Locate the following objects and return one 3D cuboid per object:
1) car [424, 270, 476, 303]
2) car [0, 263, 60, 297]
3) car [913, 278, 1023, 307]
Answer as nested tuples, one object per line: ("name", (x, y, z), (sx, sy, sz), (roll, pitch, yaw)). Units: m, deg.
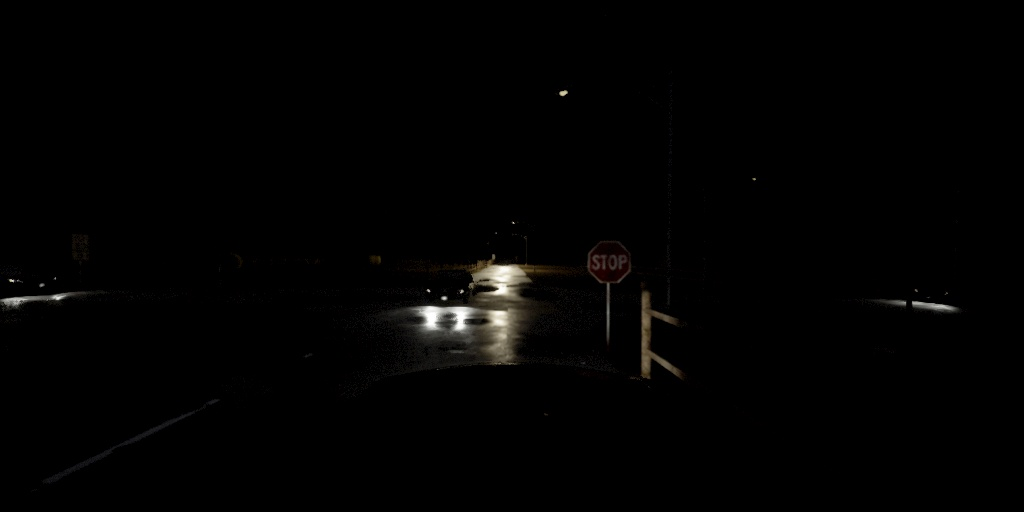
("car", (-2.810, 1.386, 17.529), (2.033, 1.411, 5.357), (1, 0, 0))
("car", (-23.629, 1.009, 16.229), (4.674, 1.442, 1.812), (1, 0, -1))
("car", (25.484, 1.941, 19.679), (5.357, 1.411, 2.033), (1, 0, -1))
